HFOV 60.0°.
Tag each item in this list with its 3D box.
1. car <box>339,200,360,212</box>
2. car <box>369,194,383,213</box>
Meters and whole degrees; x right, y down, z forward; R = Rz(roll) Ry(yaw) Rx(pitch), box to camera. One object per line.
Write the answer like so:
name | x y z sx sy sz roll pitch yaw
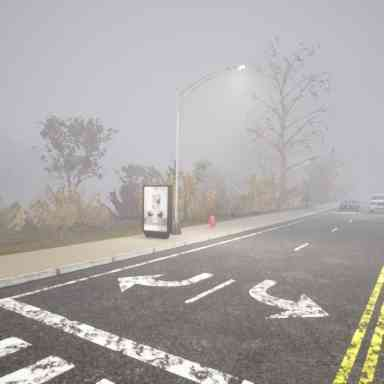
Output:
car | 18.795 1.602 39.607 1.994 1.385 4.181 0 0 31
car | 21.577 1.263 37.926 2.150 2.045 5.566 0 0 31
